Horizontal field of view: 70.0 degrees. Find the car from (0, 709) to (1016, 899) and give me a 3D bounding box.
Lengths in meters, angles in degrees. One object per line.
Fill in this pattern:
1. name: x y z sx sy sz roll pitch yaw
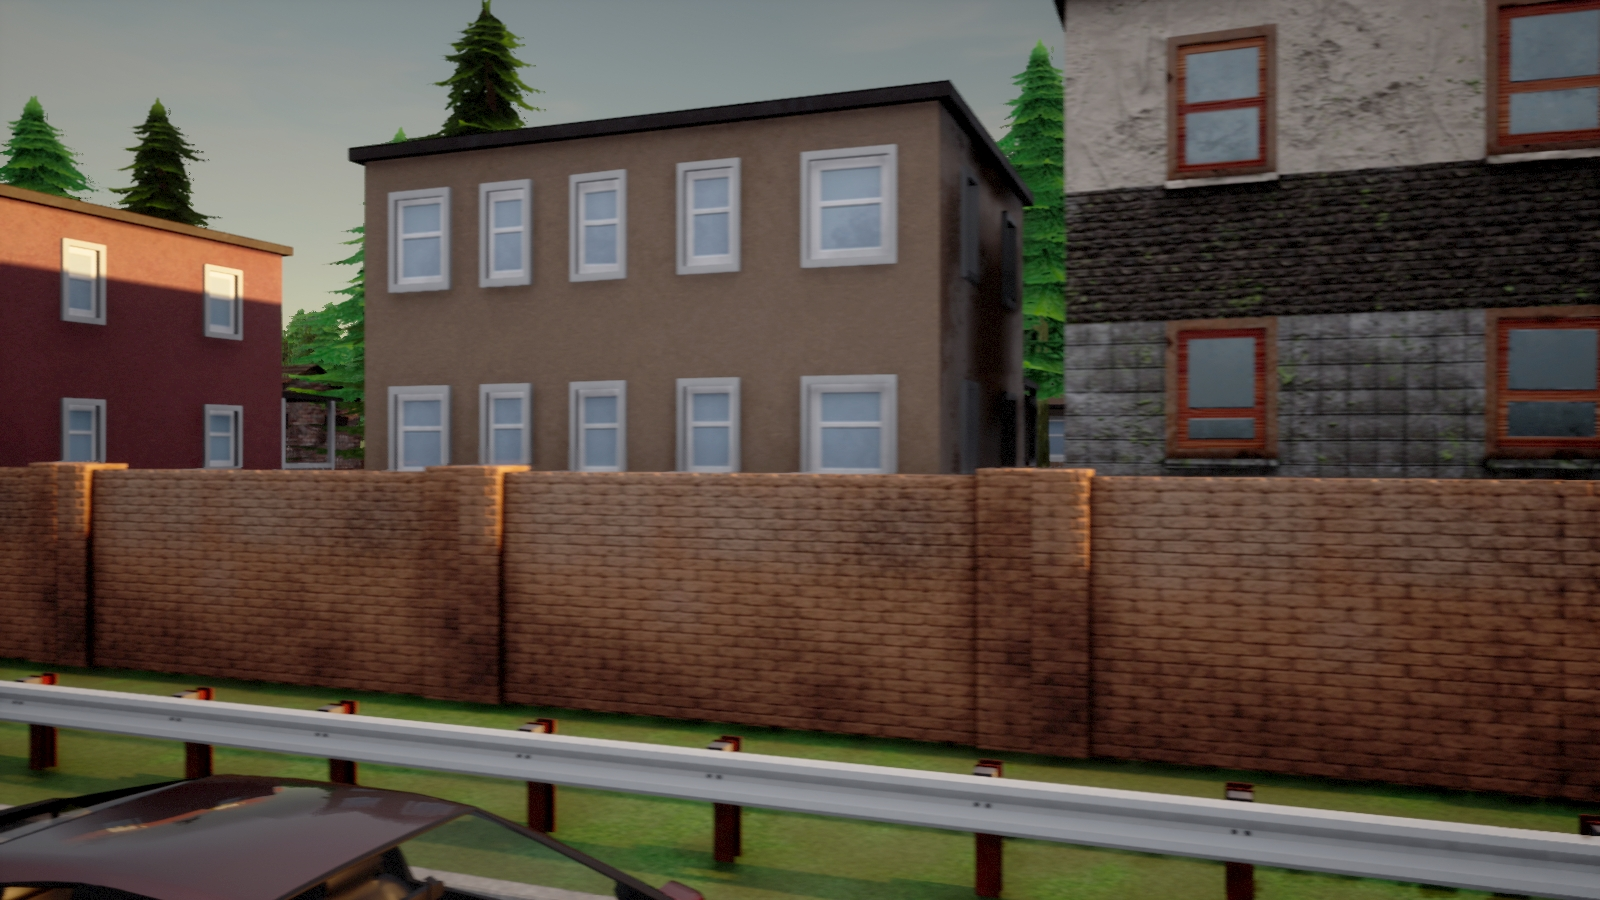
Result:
1. car: -1.694 2.039 3.918 4.514 1.525 2.007 0 0 20
